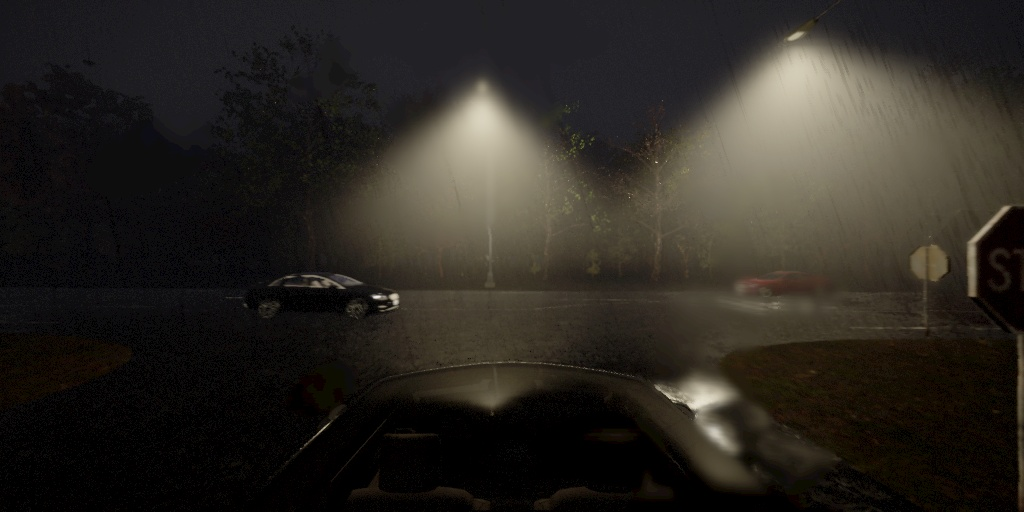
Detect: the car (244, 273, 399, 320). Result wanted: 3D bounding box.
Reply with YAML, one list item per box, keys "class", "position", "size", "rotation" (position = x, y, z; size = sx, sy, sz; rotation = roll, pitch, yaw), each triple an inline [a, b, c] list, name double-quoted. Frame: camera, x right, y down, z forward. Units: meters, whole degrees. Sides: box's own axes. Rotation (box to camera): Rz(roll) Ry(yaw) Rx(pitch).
- class: "car"
  position: [-6.491, 1.329, 12.476]
  size: [4.902, 1.511, 2.128]
  rotation: [0, 0, 1]

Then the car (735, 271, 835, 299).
- class: "car"
  position: [14.634, 1.555, 19.326]
  size: [4.674, 1.442, 1.812]
  rotation: [-1, -1, 1]
